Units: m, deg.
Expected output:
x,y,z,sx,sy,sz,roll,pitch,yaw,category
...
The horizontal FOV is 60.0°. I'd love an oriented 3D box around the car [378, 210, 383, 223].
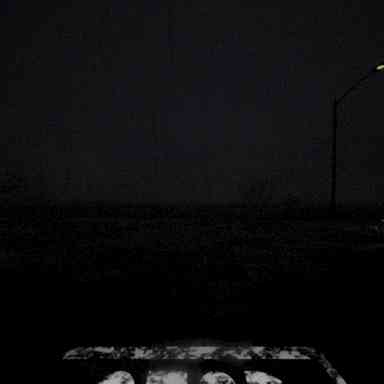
x,y,z,sx,sy,sz,roll,pitch,yaw,category
15.740,1.476,23.515,4.553,1.767,2.097,1,1,0,car
